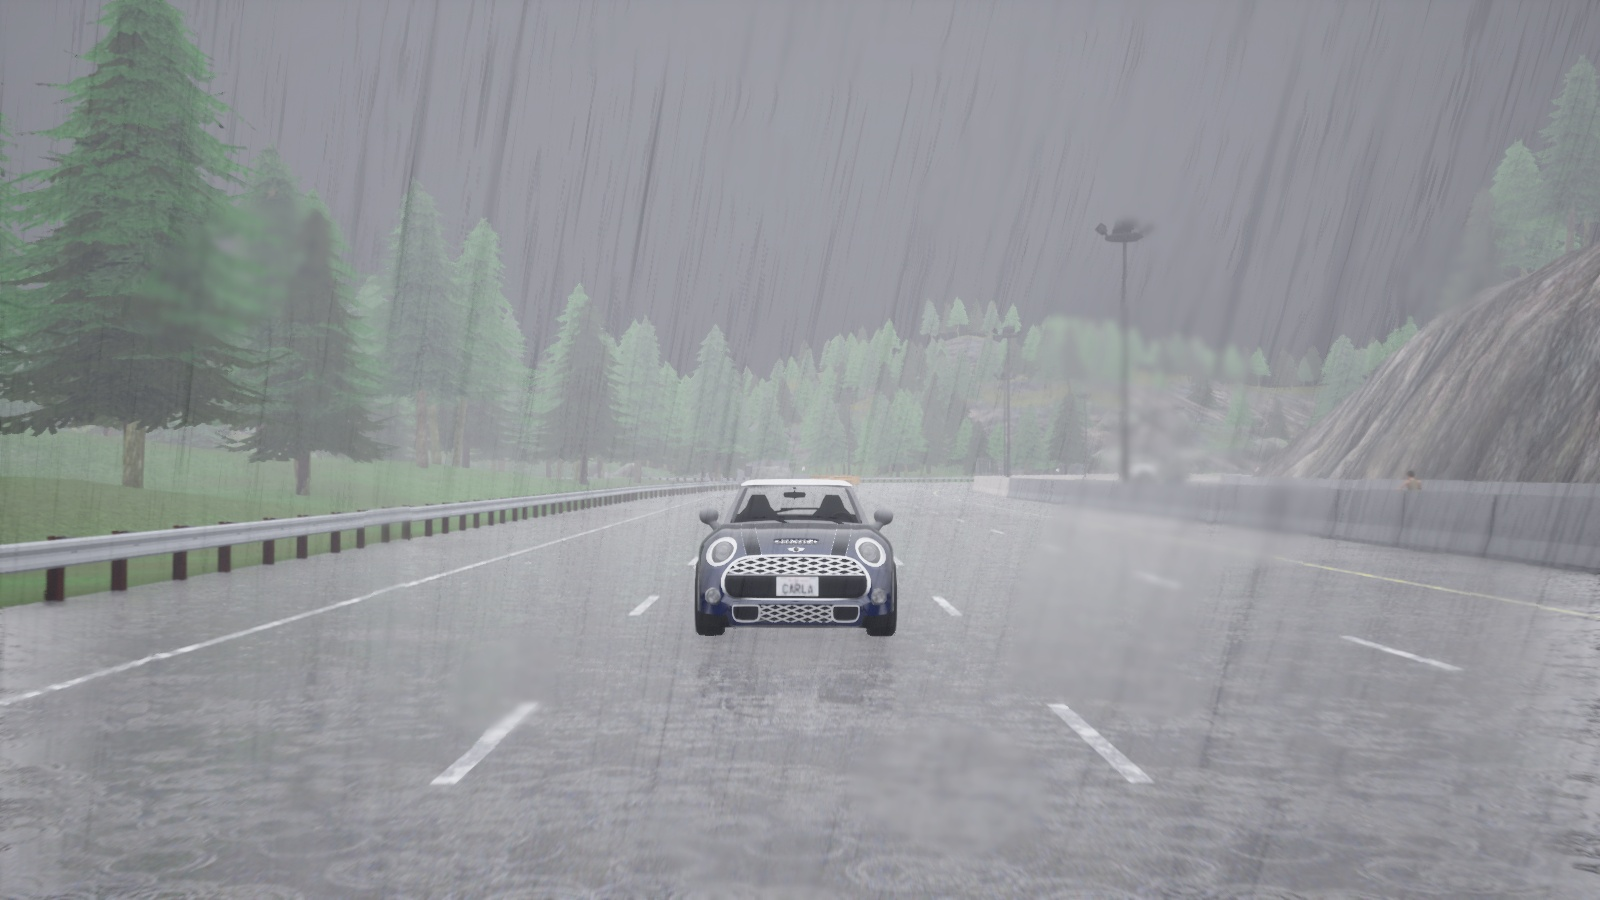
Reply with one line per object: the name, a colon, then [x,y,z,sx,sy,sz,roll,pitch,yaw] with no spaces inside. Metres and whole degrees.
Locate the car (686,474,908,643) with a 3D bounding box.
car: [-0.032,0.999,13.045,1.970,1.475,3.806,0,-1,0]
